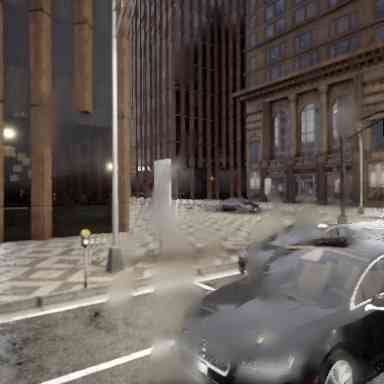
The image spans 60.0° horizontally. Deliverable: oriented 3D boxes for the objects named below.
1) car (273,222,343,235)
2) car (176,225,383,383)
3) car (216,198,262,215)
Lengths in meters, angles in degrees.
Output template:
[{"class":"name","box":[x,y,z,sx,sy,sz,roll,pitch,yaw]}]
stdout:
[{"class":"car","box":[3.215,1.522,9.019,4.313,1.339,1.947,-1,0,-36]},{"class":"car","box":[2.054,1.479,4.760,4.892,1.490,1.837,-1,0,-36]},{"class":"car","box":[3.934,1.169,28.250,1.994,1.385,4.181,0,1,-36]}]
